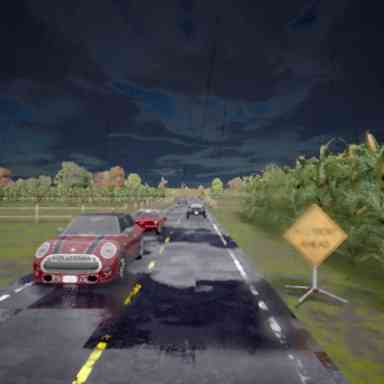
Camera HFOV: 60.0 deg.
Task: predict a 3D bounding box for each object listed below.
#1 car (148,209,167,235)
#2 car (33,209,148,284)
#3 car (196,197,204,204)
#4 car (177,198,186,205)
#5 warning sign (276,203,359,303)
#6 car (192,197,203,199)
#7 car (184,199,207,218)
[{"bbox_3d":[-2.636,1.724,20.021,1.895,1.301,4.718,0,0,1],"label":"car"},{"bbox_3d":[-2.760,1.407,9.838,2.097,1.767,4.553,0,0,1],"label":"car"},{"bbox_3d":[1.864,2.016,81.836,1.837,1.490,4.892,0,0,1],"label":"car"},{"bbox_3d":[-1.995,1.944,68.805,2.033,1.411,5.357,0,0,1],"label":"car"},{"bbox_3d":[2.512,1.174,6.826,1.300,1.860,1.060,0,0,1],"label":"warning sign"},{"bbox_3d":[0.574,1.656,46.845,2.097,1.767,4.553,0,0,1],"label":"car"},{"bbox_3d":[0.421,1.743,32.766,1.812,1.442,4.674,0,0,1],"label":"car"}]
